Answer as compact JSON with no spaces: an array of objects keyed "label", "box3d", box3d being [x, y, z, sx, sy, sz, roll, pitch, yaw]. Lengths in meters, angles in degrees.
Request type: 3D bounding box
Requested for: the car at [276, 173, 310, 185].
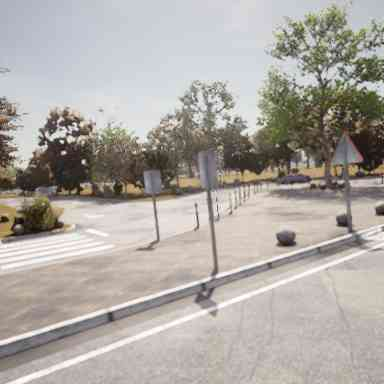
[{"label":"car","box3d":[12.862,-1.759,42.610,4.181,1.385,1.994,-4,4,3]}]
